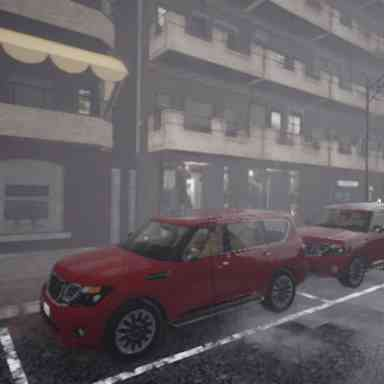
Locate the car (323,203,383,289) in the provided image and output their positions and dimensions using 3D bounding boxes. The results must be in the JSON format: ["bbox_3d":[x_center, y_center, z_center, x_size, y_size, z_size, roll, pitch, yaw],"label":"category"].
[{"bbox_3d":[4.536,1.265,9.296,5.009,1.841,2.192,0,2,-35],"label":"car"}]

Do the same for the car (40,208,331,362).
[{"bbox_3d":[0.031,1.296,6.089,5.009,1.841,2.192,0,2,-35],"label":"car"}]
